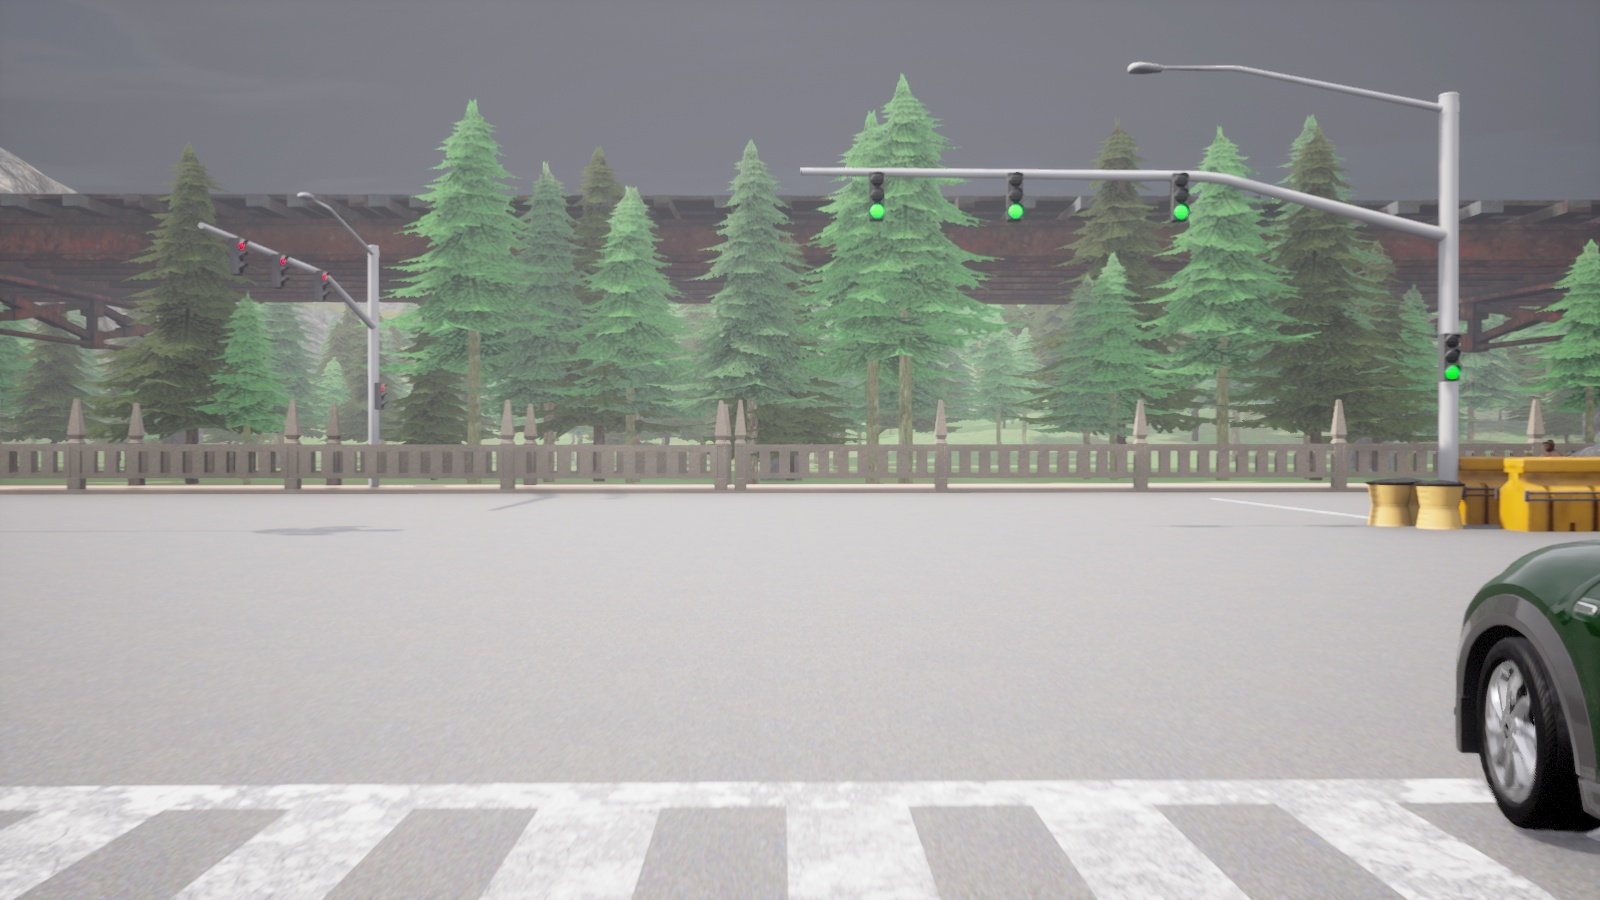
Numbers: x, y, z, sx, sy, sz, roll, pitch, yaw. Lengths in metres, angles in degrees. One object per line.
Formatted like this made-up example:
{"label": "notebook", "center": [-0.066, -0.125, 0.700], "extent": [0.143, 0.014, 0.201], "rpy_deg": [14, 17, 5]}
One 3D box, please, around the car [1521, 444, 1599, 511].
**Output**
{"label": "car", "center": [19.562, 0.626, 29.945], "extent": [3.705, 1.549, 1.789], "rpy_deg": [0, 0, -1]}

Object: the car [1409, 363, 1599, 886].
{"label": "car", "center": [3.703, 0.595, 3.431], "extent": [2.097, 1.767, 4.553], "rpy_deg": [0, 0, 4]}
